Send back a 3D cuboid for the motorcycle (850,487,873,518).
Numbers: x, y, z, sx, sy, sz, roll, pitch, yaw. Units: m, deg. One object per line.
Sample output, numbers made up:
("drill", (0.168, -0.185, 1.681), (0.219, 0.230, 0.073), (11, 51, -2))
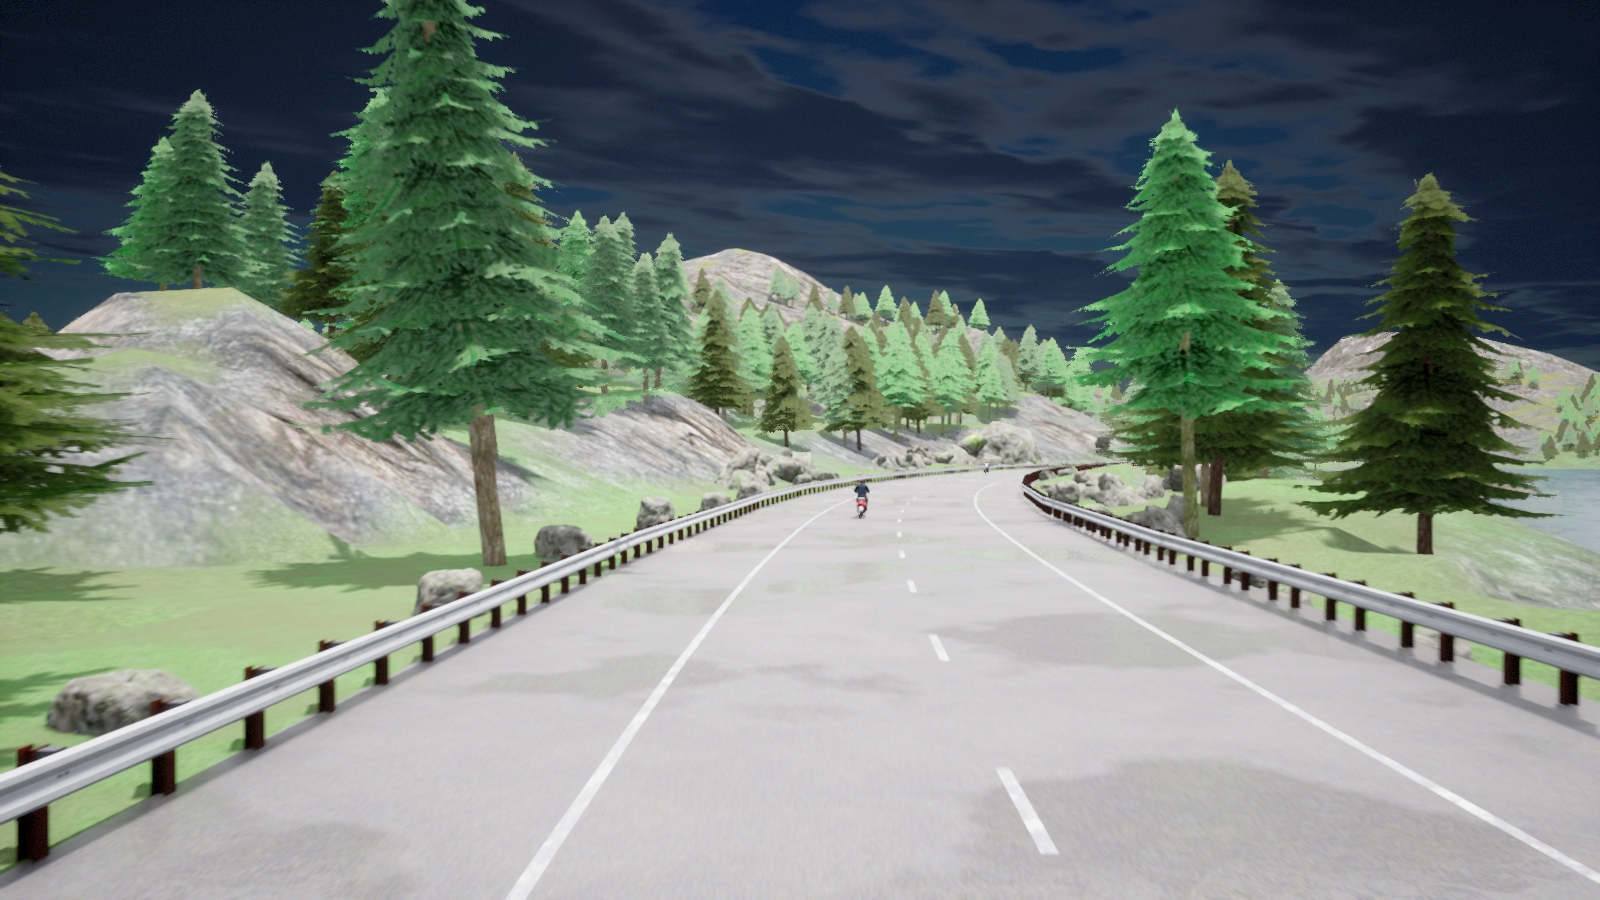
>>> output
("motorcycle", (2.587, 2.186, 47.910), (0.856, 1.236, 1.805), (0, 0, 6))
